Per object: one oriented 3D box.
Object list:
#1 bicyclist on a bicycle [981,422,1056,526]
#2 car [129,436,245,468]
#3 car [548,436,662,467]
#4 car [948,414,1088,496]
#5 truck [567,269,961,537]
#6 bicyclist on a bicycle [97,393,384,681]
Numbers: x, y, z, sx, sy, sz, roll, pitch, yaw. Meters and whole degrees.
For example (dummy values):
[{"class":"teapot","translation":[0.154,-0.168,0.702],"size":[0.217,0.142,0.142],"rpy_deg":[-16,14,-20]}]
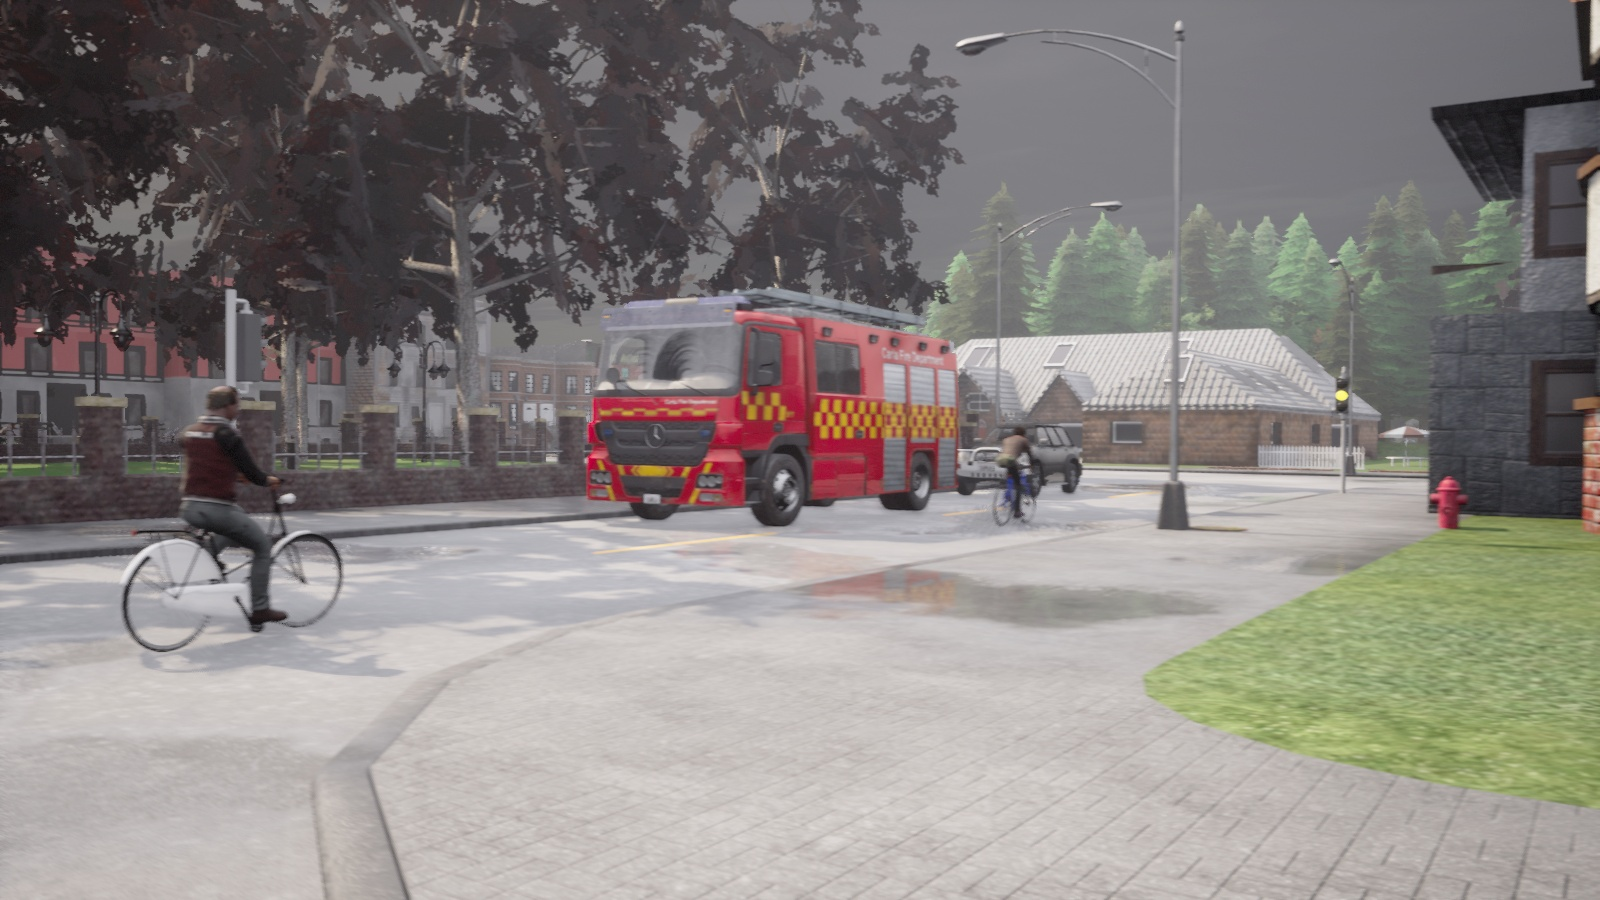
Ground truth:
[{"class":"bicyclist on a bicycle","translation":[3.592,0.368,20.548],"size":[0.582,1.620,1.656],"rpy_deg":[0,1,34]},{"class":"car","translation":[-31.333,0.088,64.325],"size":[2.128,1.511,4.902],"rpy_deg":[0,1,36]},{"class":"car","translation":[-9.336,0.039,59.952],"size":[5.357,1.411,2.033],"rpy_deg":[0,1,32]},{"class":"car","translation":[5.427,0.074,30.790],"size":[1.932,1.855,4.605],"rpy_deg":[0,1,30]},{"class":"truck","translation":[-0.176,-0.739,22.304],"size":[2.891,3.827,8.468],"rpy_deg":[0,1,30]},{"class":"bicyclist on a bicycle","translation":[-3.812,0.516,8.730],"size":[0.659,1.776,1.843],"rpy_deg":[2,2,24]}]
